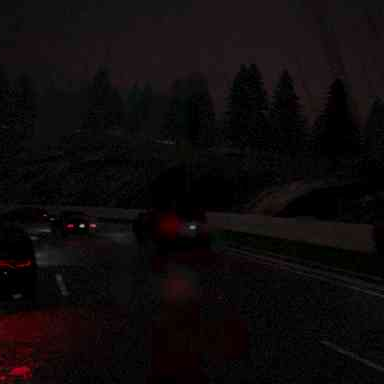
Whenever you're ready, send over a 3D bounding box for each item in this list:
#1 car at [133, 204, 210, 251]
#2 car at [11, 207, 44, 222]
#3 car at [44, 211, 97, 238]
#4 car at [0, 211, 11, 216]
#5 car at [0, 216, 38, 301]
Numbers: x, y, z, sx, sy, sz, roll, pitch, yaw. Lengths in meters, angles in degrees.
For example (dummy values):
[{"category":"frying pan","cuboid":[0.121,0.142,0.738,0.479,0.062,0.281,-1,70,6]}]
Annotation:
[{"category":"car","cuboid":[-1.185,1.594,16.240,2.150,2.045,5.566,2,-2,-27]},{"category":"car","cuboid":[-14.670,1.988,29.417,4.181,1.385,1.994,1,-2,16]},{"category":"car","cuboid":[-7.204,1.891,19.948,2.033,1.411,5.357,2,-2,-32]},{"category":"car","cuboid":[-14.716,1.758,22.256,4.892,1.490,1.837,0,-4,29]},{"category":"car","cuboid":[-4.982,1.588,8.294,1.882,1.535,5.008,2,-1,-27]}]
